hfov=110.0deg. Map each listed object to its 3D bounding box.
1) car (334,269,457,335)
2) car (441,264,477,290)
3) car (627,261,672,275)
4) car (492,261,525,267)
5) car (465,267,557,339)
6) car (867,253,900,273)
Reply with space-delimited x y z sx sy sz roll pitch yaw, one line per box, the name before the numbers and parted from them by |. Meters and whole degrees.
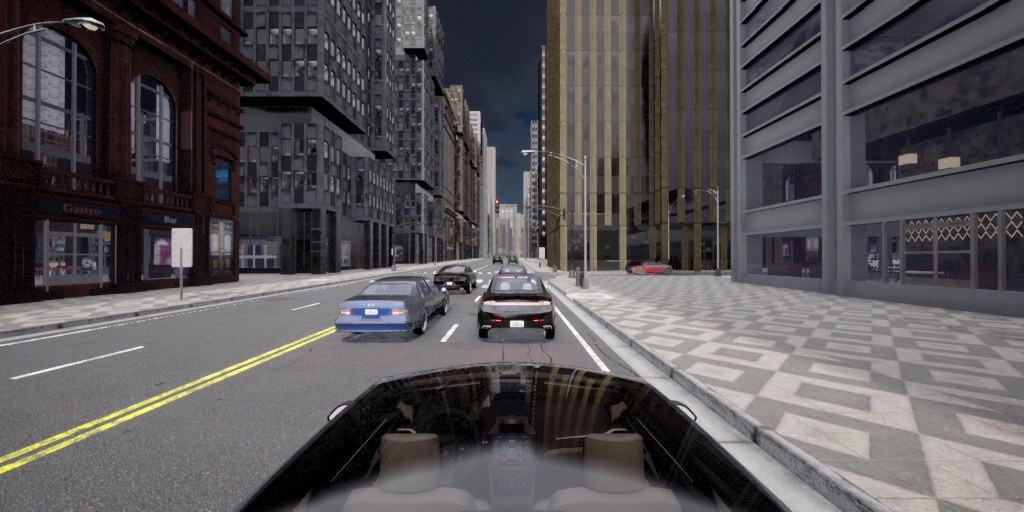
car | -3.130 1.292 10.502 2.033 1.411 5.357 0 0 0
car | -3.104 1.208 20.271 1.882 1.535 5.008 0 0 0
car | 13.706 1.196 35.836 4.181 1.385 1.994 0 0 0
car | 0.042 1.223 19.511 2.128 1.511 4.902 0 0 0
car | 0.119 1.237 10.082 2.128 1.511 4.902 0 0 0
car | 36.142 0.762 35.831 5.566 2.045 2.150 0 0 0
